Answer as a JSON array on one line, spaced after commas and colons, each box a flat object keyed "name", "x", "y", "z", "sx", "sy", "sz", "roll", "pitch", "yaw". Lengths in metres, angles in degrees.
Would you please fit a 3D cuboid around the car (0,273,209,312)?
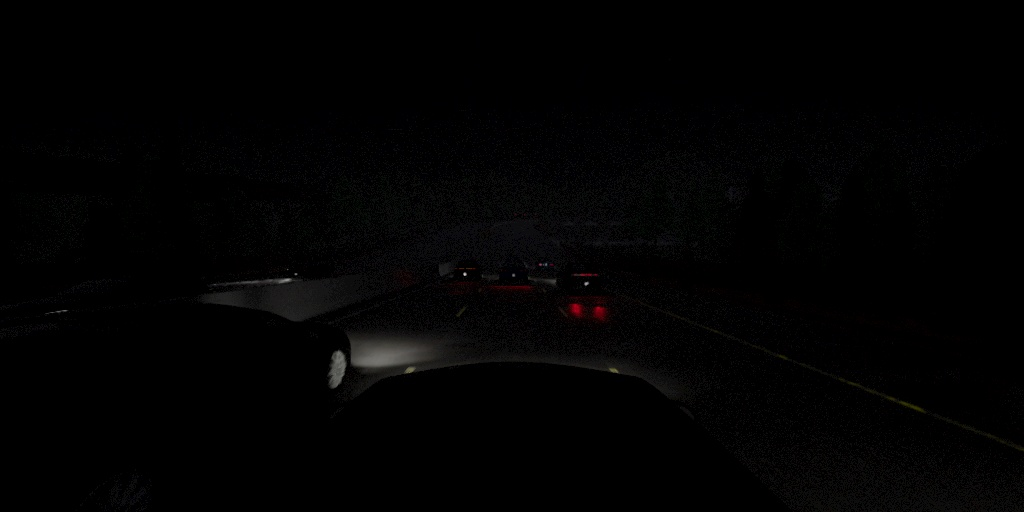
[{"name": "car", "x": -10.584, "y": 1.222, "z": 9.746, "sx": 1.812, "sy": 1.442, "sz": 4.674, "roll": 0, "pitch": 0, "yaw": 0}]

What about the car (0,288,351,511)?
[{"name": "car", "x": -3.400, "y": 1.241, "z": 3.633, "sx": 1.837, "sy": 1.490, "sz": 4.892, "roll": 0, "pitch": 0, "yaw": 0}]

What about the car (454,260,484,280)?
[{"name": "car", "x": -3.390, "y": 1.073, "z": 28.278, "sx": 1.837, "sy": 1.490, "sz": 4.892, "roll": 0, "pitch": 0, "yaw": 0}]

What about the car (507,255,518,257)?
[{"name": "car", "x": 0.115, "y": 0.553, "z": 46.254, "sx": 2.033, "sy": 1.411, "sz": 5.357, "roll": 0, "pitch": 4, "yaw": 0}]

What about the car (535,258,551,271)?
[{"name": "car", "x": 3.615, "y": 0.874, "z": 40.475, "sx": 2.033, "sy": 1.411, "sz": 5.357, "roll": 0, "pitch": 3, "yaw": 0}]

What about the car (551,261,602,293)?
[{"name": "car", "x": 3.607, "y": 1.118, "z": 19.765, "sx": 2.128, "sy": 1.511, "sz": 4.902, "roll": 0, "pitch": 0, "yaw": 0}]

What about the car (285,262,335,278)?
[{"name": "car", "x": -17.493, "y": 1.149, "z": 31.263, "sx": 1.895, "sy": 1.301, "sz": 4.718, "roll": 0, "pitch": 0, "yaw": 0}]

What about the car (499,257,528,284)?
[{"name": "car", "x": 0.109, "y": 1.067, "z": 25.374, "sx": 1.882, "sy": 1.535, "sz": 5.008, "roll": 0, "pitch": 0, "yaw": 0}]
